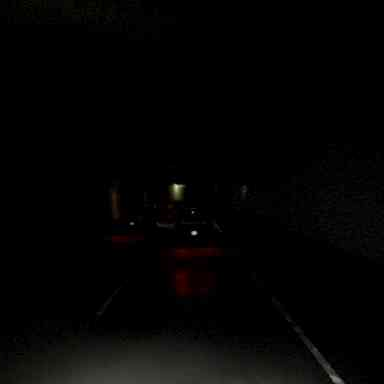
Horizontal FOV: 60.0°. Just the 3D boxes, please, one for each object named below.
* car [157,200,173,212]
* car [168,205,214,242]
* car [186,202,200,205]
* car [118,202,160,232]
[{"bbox_3d":[-3.383,1.680,39.761,2.097,1.767,4.553,0,0,0],"label":"car"},{"bbox_3d":[0.107,1.634,17.289,2.128,1.511,4.902,0,0,0],"label":"car"},{"bbox_3d":[0.115,1.795,35.227,1.837,1.490,4.892,0,0,0],"label":"car"},{"bbox_3d":[-3.391,1.654,21.292,1.882,1.535,5.008,0,0,0],"label":"car"}]
